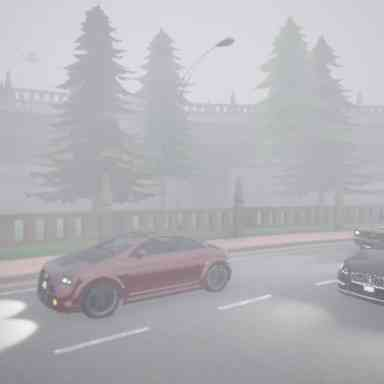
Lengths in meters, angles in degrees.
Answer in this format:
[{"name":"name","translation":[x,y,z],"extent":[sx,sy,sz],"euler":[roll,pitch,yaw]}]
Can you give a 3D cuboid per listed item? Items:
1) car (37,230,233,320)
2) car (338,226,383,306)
[{"name":"car","translation":[-1.118,1.567,7.380],"extent":[4.181,1.385,1.994],"euler":[0,0,-34]},{"name":"car","translation":[5.228,1.513,7.326],"extent":[4.892,1.490,1.837],"euler":[0,0,-33]}]
